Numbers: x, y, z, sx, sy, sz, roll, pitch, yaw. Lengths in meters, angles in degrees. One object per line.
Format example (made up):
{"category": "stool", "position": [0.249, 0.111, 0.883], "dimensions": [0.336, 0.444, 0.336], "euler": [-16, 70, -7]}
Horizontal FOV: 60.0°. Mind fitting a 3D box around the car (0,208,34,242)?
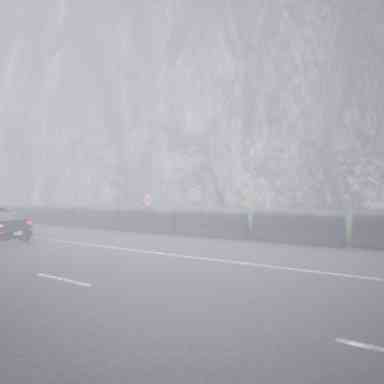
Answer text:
{"category": "car", "position": [-8.443, 1.389, 13.788], "dimensions": [4.674, 1.442, 1.812], "euler": [0, 2, 34]}
